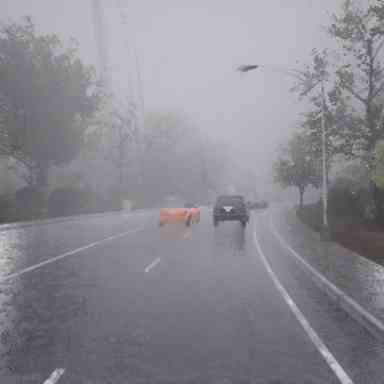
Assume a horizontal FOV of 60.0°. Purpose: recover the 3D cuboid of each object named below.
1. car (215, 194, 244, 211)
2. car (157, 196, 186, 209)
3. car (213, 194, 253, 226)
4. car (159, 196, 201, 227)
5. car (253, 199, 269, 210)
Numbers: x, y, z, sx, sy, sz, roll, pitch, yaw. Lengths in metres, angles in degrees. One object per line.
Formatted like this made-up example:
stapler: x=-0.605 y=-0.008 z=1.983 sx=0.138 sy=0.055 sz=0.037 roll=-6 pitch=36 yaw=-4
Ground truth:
car: x=4.812 y=1.249 z=41.840 sx=2.150 sy=2.045 sz=5.566 roll=-1 pitch=-1 yaw=21
car: x=-2.531 y=1.322 z=42.824 sx=1.837 sy=1.490 sz=4.892 roll=-1 pitch=0 yaw=21
car: x=2.834 y=1.215 z=23.339 sx=2.150 sy=2.045 sz=5.566 roll=-1 pitch=0 yaw=13
car: x=-0.747 y=1.379 z=23.180 sx=2.097 sy=1.767 sz=4.553 roll=-1 pitch=0 yaw=12
car: x=8.337 y=1.557 z=41.230 sx=1.895 sy=1.301 sz=4.718 roll=-1 pitch=0 yaw=22
